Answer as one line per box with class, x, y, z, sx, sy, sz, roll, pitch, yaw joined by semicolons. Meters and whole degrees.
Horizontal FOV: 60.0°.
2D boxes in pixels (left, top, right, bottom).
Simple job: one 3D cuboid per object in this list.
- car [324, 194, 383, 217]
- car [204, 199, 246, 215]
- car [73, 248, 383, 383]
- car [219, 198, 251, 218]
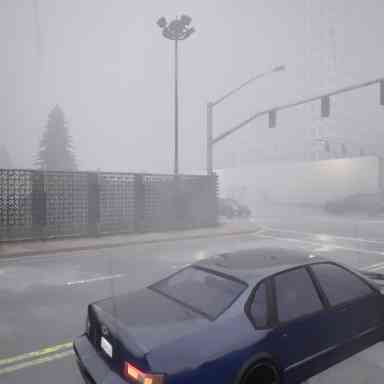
car;15.255;1.173;30.738;5.566;2.045;2.150;1;2;37
car;3.355;1.470;34.713;1.812;1.442;4.674;0;0;-35
car;1.228;1.547;4.674;5.357;1.411;2.033;0;0;-35
car;3.033;1.297;29.120;2.097;1.767;4.553;0;0;-35
